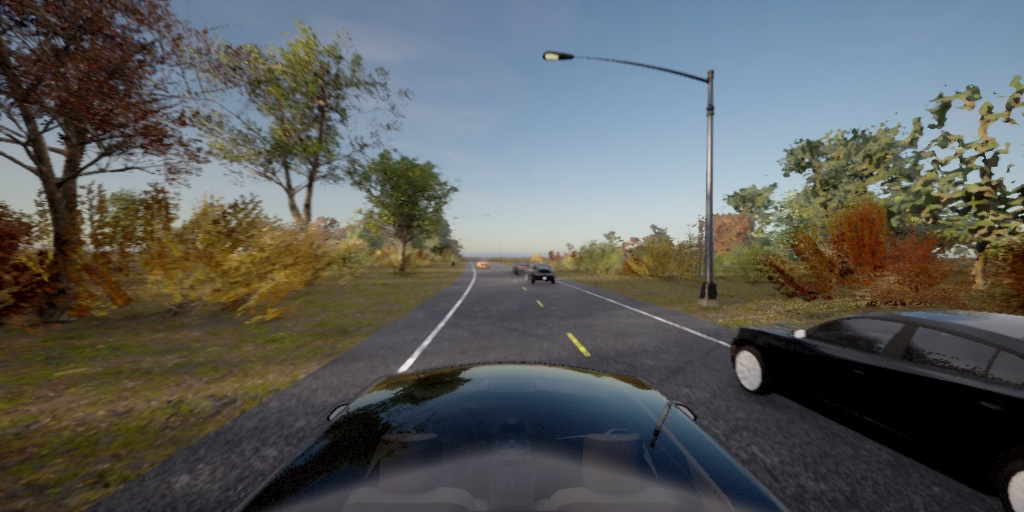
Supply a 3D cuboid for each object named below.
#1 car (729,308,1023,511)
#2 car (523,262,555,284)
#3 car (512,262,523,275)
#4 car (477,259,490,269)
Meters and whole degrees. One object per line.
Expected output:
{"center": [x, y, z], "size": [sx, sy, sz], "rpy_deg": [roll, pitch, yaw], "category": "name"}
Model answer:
{"center": [4.475, 1.282, 3.765], "size": [1.882, 1.535, 5.008], "rpy_deg": [0, 0, -1], "category": "car"}
{"center": [2.219, 1.377, 28.537], "size": [1.837, 1.490, 4.892], "rpy_deg": [1, 0, -4], "category": "car"}
{"center": [1.123, 1.393, 41.148], "size": [2.128, 1.511, 4.902], "rpy_deg": [1, 0, -6], "category": "car"}
{"center": [-4.971, 1.252, 62.752], "size": [2.097, 1.767, 4.553], "rpy_deg": [1, 0, -7], "category": "car"}
